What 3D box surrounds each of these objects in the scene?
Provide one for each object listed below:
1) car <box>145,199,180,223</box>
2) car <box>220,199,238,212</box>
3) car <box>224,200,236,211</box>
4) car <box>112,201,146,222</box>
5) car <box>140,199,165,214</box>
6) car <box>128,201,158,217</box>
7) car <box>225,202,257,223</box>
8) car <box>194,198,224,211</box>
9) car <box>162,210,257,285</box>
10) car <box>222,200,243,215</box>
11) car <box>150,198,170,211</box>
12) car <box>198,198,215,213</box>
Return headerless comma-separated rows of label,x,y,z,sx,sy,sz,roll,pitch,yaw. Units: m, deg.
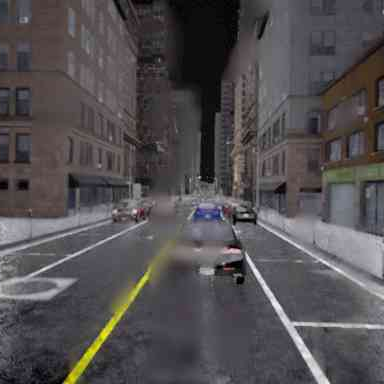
car,-2.013,1.474,25.561,1.882,1.535,5.008,1,0,3
car,4.568,1.675,41.494,1.887,1.381,4.507,0,0,3
car,4.060,1.650,30.495,1.887,1.381,4.507,0,0,3
car,-4.708,1.392,25.389,1.967,1.590,4.097,0,0,3
car,-4.201,1.527,36.388,2.008,1.369,4.403,0,0,3
car,-4.455,1.529,30.889,1.947,1.339,4.313,0,0,3
car,3.807,1.659,24.996,1.947,1.339,4.313,0,0,3
car,1.185,1.528,25.671,1.882,1.535,5.008,1,0,3
car,0.443,1.509,9.582,2.128,1.511,4.902,1,0,3
car,4.314,1.662,35.995,1.887,1.381,4.507,0,0,3
car,-3.947,1.533,41.887,1.887,1.381,4.507,0,0,3
car,1.727,1.540,39.546,1.801,1.575,5.366,1,0,2
